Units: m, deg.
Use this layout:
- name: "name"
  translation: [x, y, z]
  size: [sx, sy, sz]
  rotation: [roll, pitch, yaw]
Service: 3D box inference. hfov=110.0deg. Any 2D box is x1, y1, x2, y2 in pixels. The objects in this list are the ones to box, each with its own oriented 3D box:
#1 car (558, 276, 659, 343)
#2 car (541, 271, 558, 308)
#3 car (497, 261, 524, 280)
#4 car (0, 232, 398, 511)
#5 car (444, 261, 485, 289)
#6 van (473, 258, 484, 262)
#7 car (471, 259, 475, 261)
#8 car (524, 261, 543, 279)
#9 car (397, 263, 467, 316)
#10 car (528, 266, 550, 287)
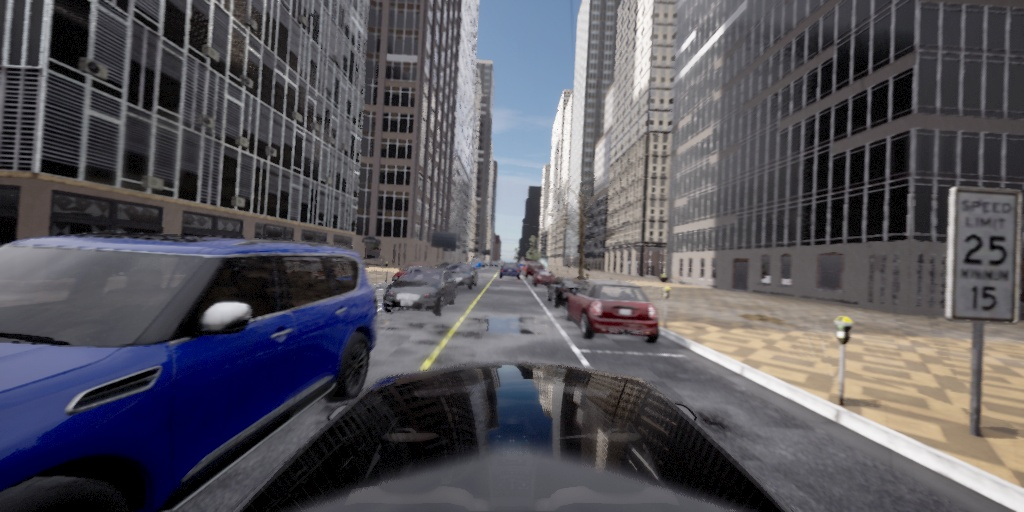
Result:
- name: "car"
  translation: [2.727, 1.420, 10.781]
  size: [1.967, 1.591, 4.097]
  rotation: [0, 0, -1]
- name: "car"
  translation: [2.614, 1.592, 16.468]
  size: [1.948, 1.339, 4.313]
  rotation: [0, 0, -1]
- name: "car"
  translation: [-0.197, 1.417, 37.411]
  size: [2.097, 1.767, 4.553]
  rotation: [3, -1, 0]
- name: "car"
  translation: [-3.047, 0.817, 3.209]
  size: [2.150, 2.045, 5.566]
  rotation: [3, -1, -1]
- name: "car"
  translation: [-3.250, 1.262, 23.369]
  size: [2.128, 1.511, 4.902]
  rotation: [3, -1, 0]
- name: "van"
  translation: [-6.277, 1.304, 61.913]
  size: [1.690, 1.789, 3.998]
  rotation: [0, 0, -1]
- name: "car"
  translation: [-6.106, 1.380, 44.848]
  size: [1.948, 1.339, 4.313]
  rotation: [0, 0, -1]
- name: "car"
  translation: [2.320, 1.535, 39.220]
  size: [2.192, 1.841, 5.009]
  rotation: [0, 0, -1]
- name: "car"
  translation: [-3.159, 1.173, 13.221]
  size: [2.128, 1.511, 4.902]
  rotation: [3, -1, 0]
- name: "car"
  translation: [2.434, 1.703, 27.843]
  size: [1.802, 1.307, 4.207]
  rotation: [0, 0, -1]
